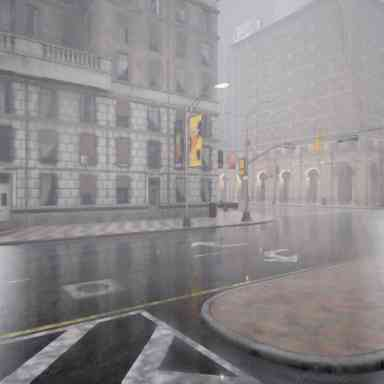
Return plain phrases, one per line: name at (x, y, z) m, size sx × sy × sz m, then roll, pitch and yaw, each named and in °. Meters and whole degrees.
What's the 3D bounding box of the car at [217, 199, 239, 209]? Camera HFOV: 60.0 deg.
car at (4.027, 1.601, 43.907) m, size 1.895 × 1.301 × 4.718 m, roll 0°, pitch 0°, yaw -36°
